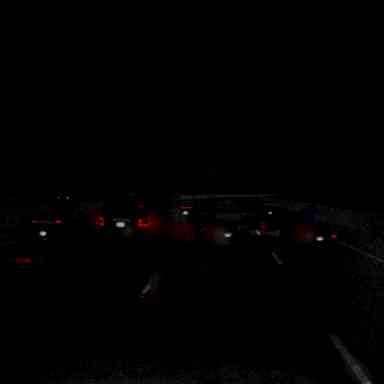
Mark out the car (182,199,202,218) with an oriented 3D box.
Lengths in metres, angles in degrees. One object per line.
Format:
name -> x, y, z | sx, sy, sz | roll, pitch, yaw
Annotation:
car -> -0.254, 1.435, 29.862 | 1.837, 1.490, 4.892 | 1, 1, 7

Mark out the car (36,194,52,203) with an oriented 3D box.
car -> -22.619, 1.047, 51.717 | 1.812, 1.442, 4.674 | 1, 0, 7

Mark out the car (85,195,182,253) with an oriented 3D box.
car -> -2.049, 1.159, 13.678 | 2.150, 2.045, 5.566 | 1, 0, 7

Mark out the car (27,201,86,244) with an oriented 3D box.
car -> -5.410, 1.371, 15.108 | 2.128, 1.511, 4.902 | 1, 0, 7

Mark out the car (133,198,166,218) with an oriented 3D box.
car -> -3.733, 1.379, 30.243 | 1.837, 1.490, 4.892 | 1, 1, 7

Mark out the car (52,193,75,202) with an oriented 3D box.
car -> -19.107, 0.931, 51.648 | 2.097, 1.767, 4.553 | 1, 0, 7

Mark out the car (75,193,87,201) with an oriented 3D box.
car -> -15.664, 1.160, 51.005 | 1.812, 1.442, 4.674 | 1, 0, 7

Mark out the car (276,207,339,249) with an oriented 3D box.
car -> 5.137, 1.574, 14.924 | 1.812, 1.442, 4.674 | 1, 0, 7

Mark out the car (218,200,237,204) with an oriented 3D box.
car -> 3.393, 1.462, 30.925 | 1.882, 1.535, 5.008 | 1, 0, 7

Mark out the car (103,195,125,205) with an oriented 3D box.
car -> -12.060, 1.254, 51.731 | 1.994, 1.385, 4.181 | 1, 0, 7

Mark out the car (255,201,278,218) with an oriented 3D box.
car -> 6.807, 1.567, 30.006 | 1.812, 1.442, 4.674 | 1, 0, 6

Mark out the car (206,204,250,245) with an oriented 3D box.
car -> 1.675, 1.518, 15.459 | 1.812, 1.442, 4.674 | 1, 0, 6
